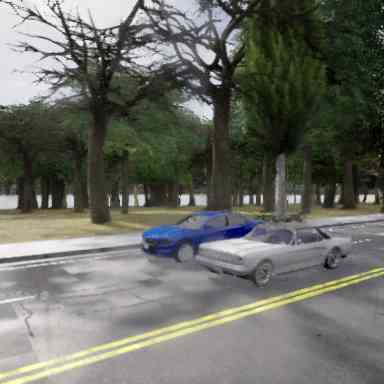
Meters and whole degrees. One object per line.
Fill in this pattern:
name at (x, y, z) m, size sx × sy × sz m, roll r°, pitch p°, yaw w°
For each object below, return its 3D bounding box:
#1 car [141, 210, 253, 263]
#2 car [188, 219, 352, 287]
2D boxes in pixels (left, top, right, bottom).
car at (0.578, 1.463, 12.084) m, size 5.008 × 1.535 × 1.882 m, roll 0°, pitch 0°, yaw -35°
car at (2.432, 1.587, 9.414) m, size 4.718 × 1.301 × 1.895 m, roll 0°, pitch 0°, yaw -36°
